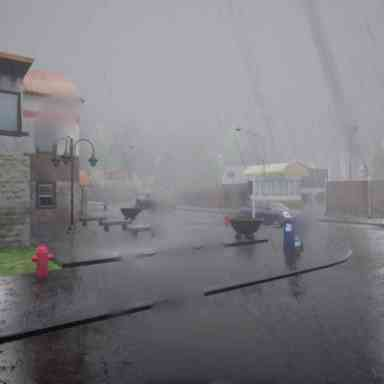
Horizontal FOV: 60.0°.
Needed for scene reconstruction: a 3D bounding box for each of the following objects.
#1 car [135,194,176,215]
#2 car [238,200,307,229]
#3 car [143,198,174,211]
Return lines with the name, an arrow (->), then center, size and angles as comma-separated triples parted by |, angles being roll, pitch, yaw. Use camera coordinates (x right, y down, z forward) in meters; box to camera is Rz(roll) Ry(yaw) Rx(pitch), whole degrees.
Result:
car -> -3.891, 1.216, 34.428 | 2.150, 2.045, 5.566 | 0, 0, -35
car -> 5.154, 1.346, 21.677 | 2.097, 1.767, 4.553 | 0, 0, -35
car -> -4.362, 1.517, 42.289 | 1.812, 1.442, 4.674 | 0, 0, -35
